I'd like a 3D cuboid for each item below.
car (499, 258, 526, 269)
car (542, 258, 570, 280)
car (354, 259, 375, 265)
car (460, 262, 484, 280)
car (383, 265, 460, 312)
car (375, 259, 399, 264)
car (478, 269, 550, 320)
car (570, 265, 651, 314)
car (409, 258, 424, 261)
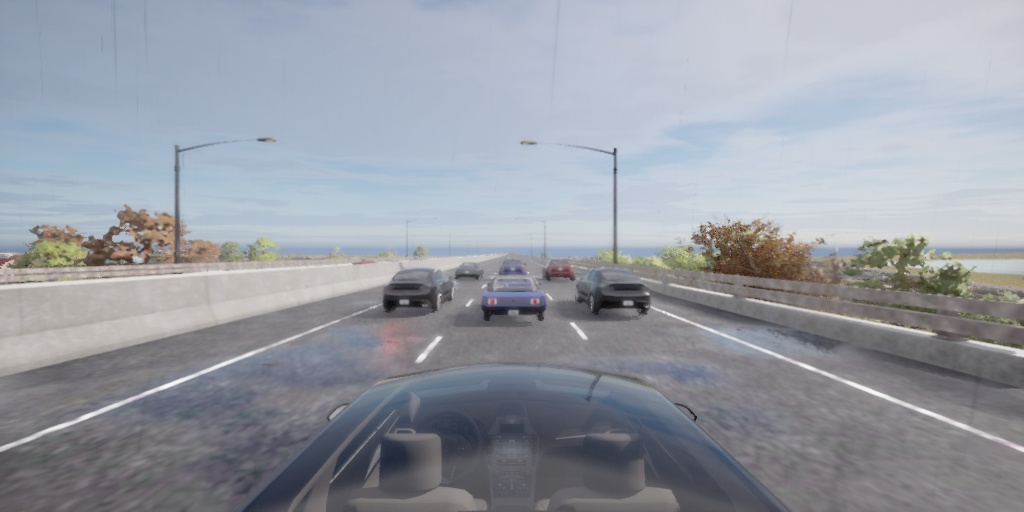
[{"bbox_3d":[0.077,0.968,28.452,2.097,1.767,4.553,0,0,0],"label":"car"},{"bbox_3d":[3.577,0.968,28.453,2.097,1.767,4.553,0,0,0],"label":"car"},{"bbox_3d":[-21.043,1.097,51.788,1.895,1.301,4.718,0,0,0],"label":"car"},{"bbox_3d":[-3.417,1.176,29.343,1.994,1.385,4.181,0,0,0],"label":"car"},{"bbox_3d":[-3.425,1.196,13.866,1.837,1.490,4.892,0,1,0],"label":"car"},{"bbox_3d":[-17.547,1.097,51.813,1.895,1.301,4.718,0,0,0],"label":"car"},{"bbox_3d":[0.066,1.299,12.334,1.895,1.301,4.718,0,0,0],"label":"car"},{"bbox_3d":[3.573,1.196,13.384,1.837,1.490,4.892,0,0,0],"label":"car"},{"bbox_3d":[-14.047,0.981,53.022,2.128,1.511,4.902,0,0,0],"label":"car"}]
